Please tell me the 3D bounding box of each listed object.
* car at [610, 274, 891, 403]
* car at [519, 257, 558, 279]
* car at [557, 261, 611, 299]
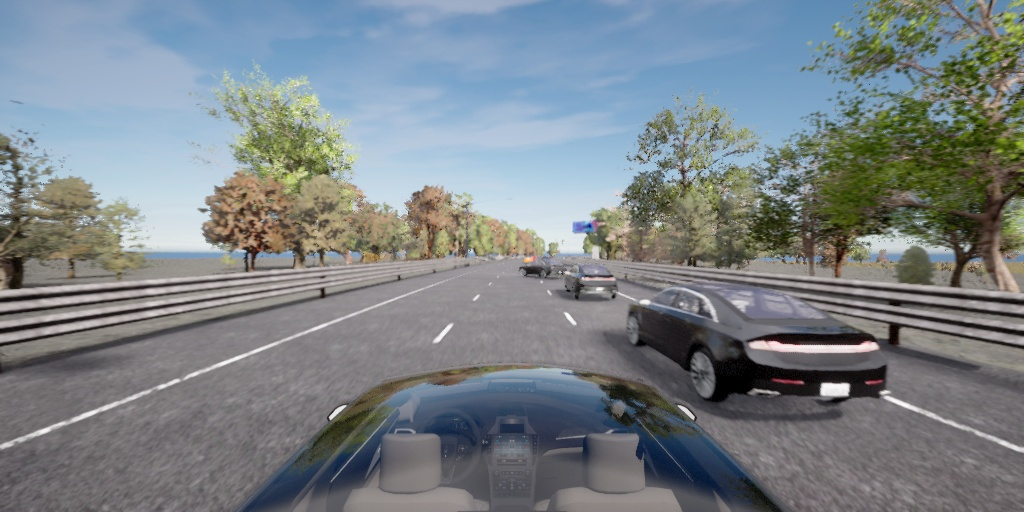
[{"bbox_3d":[3.507,1.220,6.305,2.128,1.511,4.902,0,0,0],"label":"car"},{"bbox_3d":[2.459,1.059,30.082,2.128,1.511,4.902,0,0,-33],"label":"car"},{"bbox_3d":[3.646,1.146,17.181,2.128,1.511,4.902,0,0,1],"label":"car"}]
